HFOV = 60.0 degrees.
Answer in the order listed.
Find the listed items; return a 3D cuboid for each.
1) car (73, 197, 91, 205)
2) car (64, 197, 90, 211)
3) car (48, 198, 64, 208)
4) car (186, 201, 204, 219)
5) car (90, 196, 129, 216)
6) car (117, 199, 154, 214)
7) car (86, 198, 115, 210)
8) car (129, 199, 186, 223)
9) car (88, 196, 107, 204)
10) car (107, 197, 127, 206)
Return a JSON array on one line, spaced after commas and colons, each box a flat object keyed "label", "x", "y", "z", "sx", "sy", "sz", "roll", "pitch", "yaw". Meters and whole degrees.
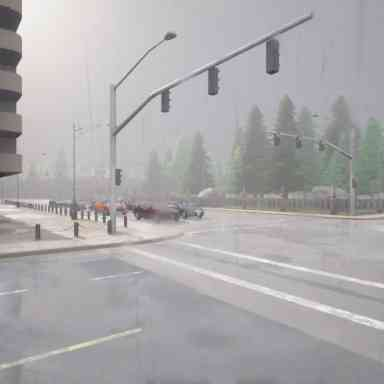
[{"label": "car", "x": -20.823, "y": 1.656, "z": 62.939, "sx": 1.895, "sy": 1.301, "sz": 4.718, "roll": 0, "pitch": 0, "yaw": -36}, {"label": "car", "x": -13.770, "y": 1.547, "z": 41.287, "sx": 2.128, "sy": 1.511, "sz": 4.902, "roll": 0, "pitch": 0, "yaw": -36}, {"label": "car", "x": -20.040, "y": 1.603, "z": 49.838, "sx": 2.033, "sy": 1.411, "sz": 5.357, "roll": 0, "pitch": 0, "yaw": -36}, {"label": "car", "x": -0.891, "y": 1.547, "z": 29.735, "sx": 2.128, "sy": 1.511, "sz": 4.902, "roll": 0, "pitch": 0, "yaw": -36}, {"label": "car", "x": -8.343, "y": 1.407, "z": 33.925, "sx": 2.097, "sy": 1.767, "sz": 4.553, "roll": 0, "pitch": 0, "yaw": -36}, {"label": "car", "x": -6.407, "y": 1.547, "z": 37.203, "sx": 2.128, "sy": 1.511, "sz": 4.902, "roll": 0, "pitch": 0, "yaw": -36}, {"label": "car", "x": -12.572, "y": 1.603, "z": 45.560, "sx": 2.033, "sy": 1.411, "sz": 5.357, "roll": 0, "pitch": 0, "yaw": -36}, {"label": "car", "x": -2.876, "y": 1.533, "z": 26.530, "sx": 1.882, "sy": 1.535, "sz": 5.008, "roll": 0, "pitch": 0, "yaw": -36}, {"label": "car", "x": -18.755, "y": 1.547, "z": 66.031, "sx": 2.128, "sy": 1.511, "sz": 4.902, "roll": 0, "pitch": 0, "yaw": -36}, {"label": "car", "x": -13.245, "y": 1.581, "z": 58.590, "sx": 1.812, "sy": 1.442, "sz": 4.674, "roll": 0, "pitch": 0, "yaw": -36}]
